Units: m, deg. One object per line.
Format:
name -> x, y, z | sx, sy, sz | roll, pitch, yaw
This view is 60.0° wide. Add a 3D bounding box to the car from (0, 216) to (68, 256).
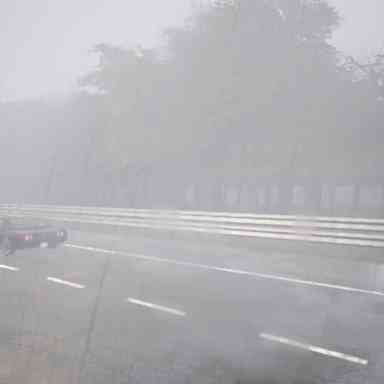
car -> -7.137, 1.613, 13.276 | 4.718, 1.301, 1.895 | 0, 0, 36
